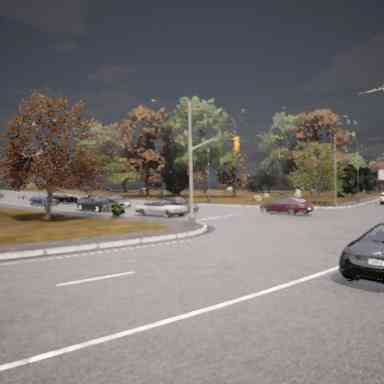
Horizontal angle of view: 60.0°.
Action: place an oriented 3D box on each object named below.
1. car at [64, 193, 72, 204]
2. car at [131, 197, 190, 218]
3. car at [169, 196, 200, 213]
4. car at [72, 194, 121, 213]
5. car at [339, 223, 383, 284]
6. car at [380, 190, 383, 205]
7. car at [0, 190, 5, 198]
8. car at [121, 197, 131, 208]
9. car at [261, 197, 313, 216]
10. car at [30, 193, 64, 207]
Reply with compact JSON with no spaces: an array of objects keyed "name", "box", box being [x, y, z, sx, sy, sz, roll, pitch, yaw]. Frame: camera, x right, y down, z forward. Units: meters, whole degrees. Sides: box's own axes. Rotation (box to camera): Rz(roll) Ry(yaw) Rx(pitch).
[{"name":"car","box":[-16.628,0.848,43.643,4.718,1.301,1.895,3,3,39]},{"name":"car","box":[-2.567,1.379,27.641,4.718,1.301,1.895,0,2,39]},{"name":"car","box":[-1.511,1.192,31.293,4.892,1.490,1.837,1,2,39]},{"name":"car","box":[-9.649,1.178,33.420,4.892,1.490,1.837,1,2,39]},{"name":"car","box":[5.562,1.470,8.567,4.181,1.385,1.994,-1,1,-40]},{"name":"car","box":[23.209,0.355,38.373,2.150,2.045,5.566,-1,1,37]},{"name":"car","box":[-30.188,0.069,50.280,4.553,1.767,2.097,3,3,39]},{"name":"car","box":[-8.824,1.046,37.261,4.902,1.511,2.128,2,2,39]},{"name":"car","box":[7.822,1.127,27.720,1.812,1.442,4.674,-1,1,-33]},{"name":"car","box":[-17.842,0.905,40.110,4.674,1.442,1.812,3,3,39]}]
